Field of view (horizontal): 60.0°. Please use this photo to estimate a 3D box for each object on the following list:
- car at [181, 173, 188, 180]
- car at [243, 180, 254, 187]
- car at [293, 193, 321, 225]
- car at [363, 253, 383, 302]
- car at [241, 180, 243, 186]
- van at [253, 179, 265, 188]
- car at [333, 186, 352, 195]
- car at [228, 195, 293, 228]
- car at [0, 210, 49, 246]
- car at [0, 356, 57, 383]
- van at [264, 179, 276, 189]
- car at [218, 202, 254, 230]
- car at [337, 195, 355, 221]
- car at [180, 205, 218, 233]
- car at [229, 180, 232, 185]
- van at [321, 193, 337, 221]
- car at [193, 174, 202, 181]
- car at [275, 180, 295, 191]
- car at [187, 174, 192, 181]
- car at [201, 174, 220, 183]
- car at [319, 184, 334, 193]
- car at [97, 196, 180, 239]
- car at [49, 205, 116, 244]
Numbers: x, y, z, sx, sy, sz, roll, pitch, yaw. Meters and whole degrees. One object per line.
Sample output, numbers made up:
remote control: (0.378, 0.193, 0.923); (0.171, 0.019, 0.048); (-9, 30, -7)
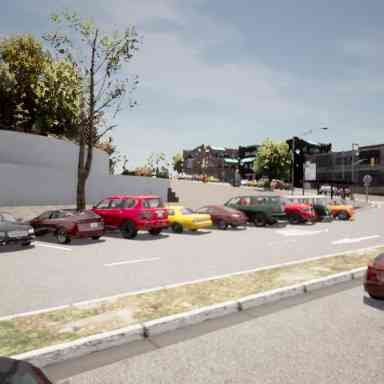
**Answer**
car: (-0.067, -4.102, 93.303); (2.185, 1.767, 4.553); (4, 1, 33)
car: (13.988, -1.830, 73.815); (1.946, 1.575, 5.366); (7, 3, 35)
car: (6.117, 1.261, 24.480); (5.566, 2.045, 2.435); (-1, -1, 35)
car: (5.559, 1.571, 7.103); (4.181, 1.385, 1.994); (0, 0, -34)
car: (12.157, -2.061, 76.136); (2.002, 1.452, 4.674); (7, 4, 35)
van: (15.563, -1.782, 71.084); (1.878, 1.987, 4.442); (7, 4, 35)
car: (25.954, 0.118, 56.393); (2.002, 1.452, 4.674); (7, 3, 35)
car: (3.604, 1.257, 22.775); (5.566, 2.045, 2.435); (-1, -1, 35)
car: (-8.614, 1.493, 14.070); (4.892, 1.521, 2.231); (-1, -1, 35)
car: (-2.882, 1.505, 1.076); (4.892, 1.490, 1.837); (0, 0, -35)
van: (17.292, -1.509, 68.613); (1.878, 1.987, 4.442); (7, 4, 35)
car: (1.176, 1.544, 21.017); (4.674, 1.452, 2.002); (-1, -1, 35)
car: (11.065, 1.395, 27.900); (4.553, 1.767, 2.185); (-1, -1, 35)
car: (-1.430, 1.500, 19.389); (5.366, 1.575, 1.946); (-1, -1, 35)
car: (10.414, -2.335, 78.598); (2.002, 1.452, 4.674); (7, 3, 35)
van: (8.656, 1.289, 26.150); (4.442, 1.987, 1.878); (-1, -1, 35)
car: (3.457, -3.716, 88.367); (2.435, 2.045, 5.566); (7, 3, 34)
car: (19.052, -1.010, 66.251); (2.231, 1.521, 4.892); (7, 3, 35)
car: (1.663, -3.868, 90.833); (2.185, 1.767, 4.553); (6, 3, 34)
car: (5.309, -3.194, 86.108); (1.946, 1.575, 5.366); (7, 3, 34)
car: (24.263, -0.444, 58.865); (2.435, 2.045, 5.566); (7, 3, 35)
car: (-3.750, 1.246, 17.562); (5.566, 2.045, 2.435); (-1, -1, 35)
car: (-6.195, 1.523, 15.817); (4.792, 1.488, 2.163); (-1, -1, 35)
